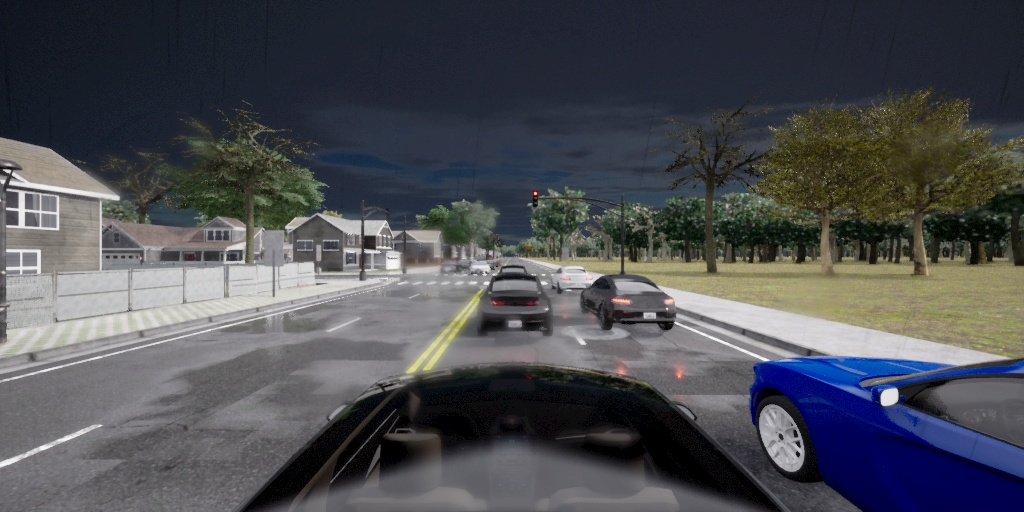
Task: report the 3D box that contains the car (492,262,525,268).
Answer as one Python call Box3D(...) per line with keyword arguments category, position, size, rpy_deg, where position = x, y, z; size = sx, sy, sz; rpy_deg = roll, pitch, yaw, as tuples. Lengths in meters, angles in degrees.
Box3D(category="car", position=(0.069, 1.254, 19.742), size=(1.837, 1.490, 4.892), rpy_deg=(0, 0, 0))

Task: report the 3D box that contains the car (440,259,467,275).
Box3D(category="car", position=(-6.573, 1.236, 38.980), size=(2.128, 1.511, 4.902), rpy_deg=(0, 0, 0))

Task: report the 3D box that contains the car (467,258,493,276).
Box3D(category="car", position=(-3.325, 1.271, 38.165), size=(1.812, 1.442, 4.674), rpy_deg=(0, 0, 0))

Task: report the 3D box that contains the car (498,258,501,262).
Box3D(category="car", position=(-3.281, 1.204, 60.507), size=(1.882, 1.535, 5.008), rpy_deg=(0, 0, 0))

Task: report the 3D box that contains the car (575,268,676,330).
Box3D(category="car", position=(3.339, 1.275, 10.964), size=(1.812, 1.442, 4.674), rpy_deg=(0, 0, 0))

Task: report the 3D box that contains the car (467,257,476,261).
Box3D(category="car", position=(-6.565, 1.241, 50.409), size=(1.837, 1.490, 4.892), rpy_deg=(0, 0, 0))

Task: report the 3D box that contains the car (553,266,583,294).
Box3D(category="car", position=(3.322, 1.275, 20.069), size=(1.812, 1.442, 4.674), rpy_deg=(0, 0, 0))

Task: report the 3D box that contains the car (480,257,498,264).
Box3D(category="car", position=(-3.314, 1.241, 49.478), size=(1.837, 1.490, 4.892), rpy_deg=(0, 0, 0))

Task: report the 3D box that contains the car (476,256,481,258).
Box3D(category="car", position=(-6.535, 1.252, 61.534), size=(1.812, 1.442, 4.674), rpy_deg=(0, 0, 0))

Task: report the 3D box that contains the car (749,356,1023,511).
Box3D(category="car", position=(3.350, 1.228, 1.649), size=(1.882, 1.535, 5.008), rpy_deg=(0, 0, 0))

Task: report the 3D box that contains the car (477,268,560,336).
Box3D(category="car", position=(0.088, 1.255, 10.326), size=(1.837, 1.490, 4.892), rpy_deg=(0, 0, 0))
